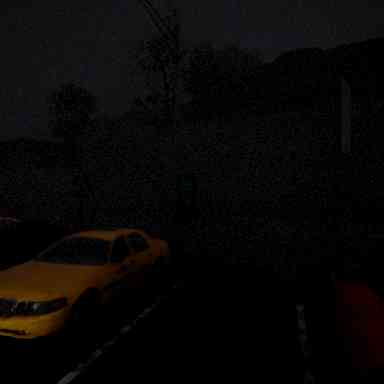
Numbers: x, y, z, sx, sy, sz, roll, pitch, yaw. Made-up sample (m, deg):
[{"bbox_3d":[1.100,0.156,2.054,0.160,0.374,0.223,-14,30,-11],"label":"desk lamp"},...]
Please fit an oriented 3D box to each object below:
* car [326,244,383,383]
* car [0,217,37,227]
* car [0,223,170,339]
[{"bbox_3d":[2.844,1.366,3.736,2.185,1.767,4.553,0,-1,15],"label":"car"},{"bbox_3d":[-4.429,1.524,8.990,2.163,1.488,4.792,0,-1,15],"label":"car"},{"bbox_3d":[-2.052,1.490,7.049,1.946,1.575,5.366,1,-1,16],"label":"car"}]
